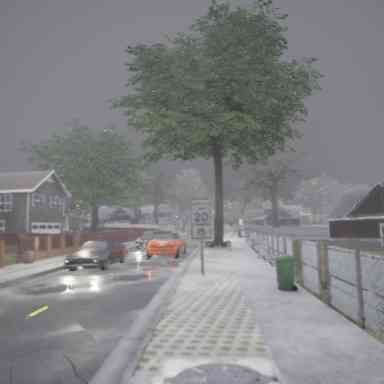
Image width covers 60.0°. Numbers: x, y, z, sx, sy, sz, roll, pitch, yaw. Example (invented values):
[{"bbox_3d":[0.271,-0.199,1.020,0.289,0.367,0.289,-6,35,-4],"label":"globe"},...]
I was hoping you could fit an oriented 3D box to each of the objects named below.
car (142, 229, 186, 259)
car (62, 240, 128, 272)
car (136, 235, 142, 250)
[{"bbox_3d":[-1.646,3.436,22.445,2.097,1.767,4.553,-2,-5,5],"label":"car"},{"bbox_3d":[-4.861,3.273,17.651,2.033,1.411,5.357,-2,-5,4],"label":"car"},{"bbox_3d":[-3.672,4.284,30.686,2.097,1.767,4.553,-2,-6,7],"label":"car"}]
